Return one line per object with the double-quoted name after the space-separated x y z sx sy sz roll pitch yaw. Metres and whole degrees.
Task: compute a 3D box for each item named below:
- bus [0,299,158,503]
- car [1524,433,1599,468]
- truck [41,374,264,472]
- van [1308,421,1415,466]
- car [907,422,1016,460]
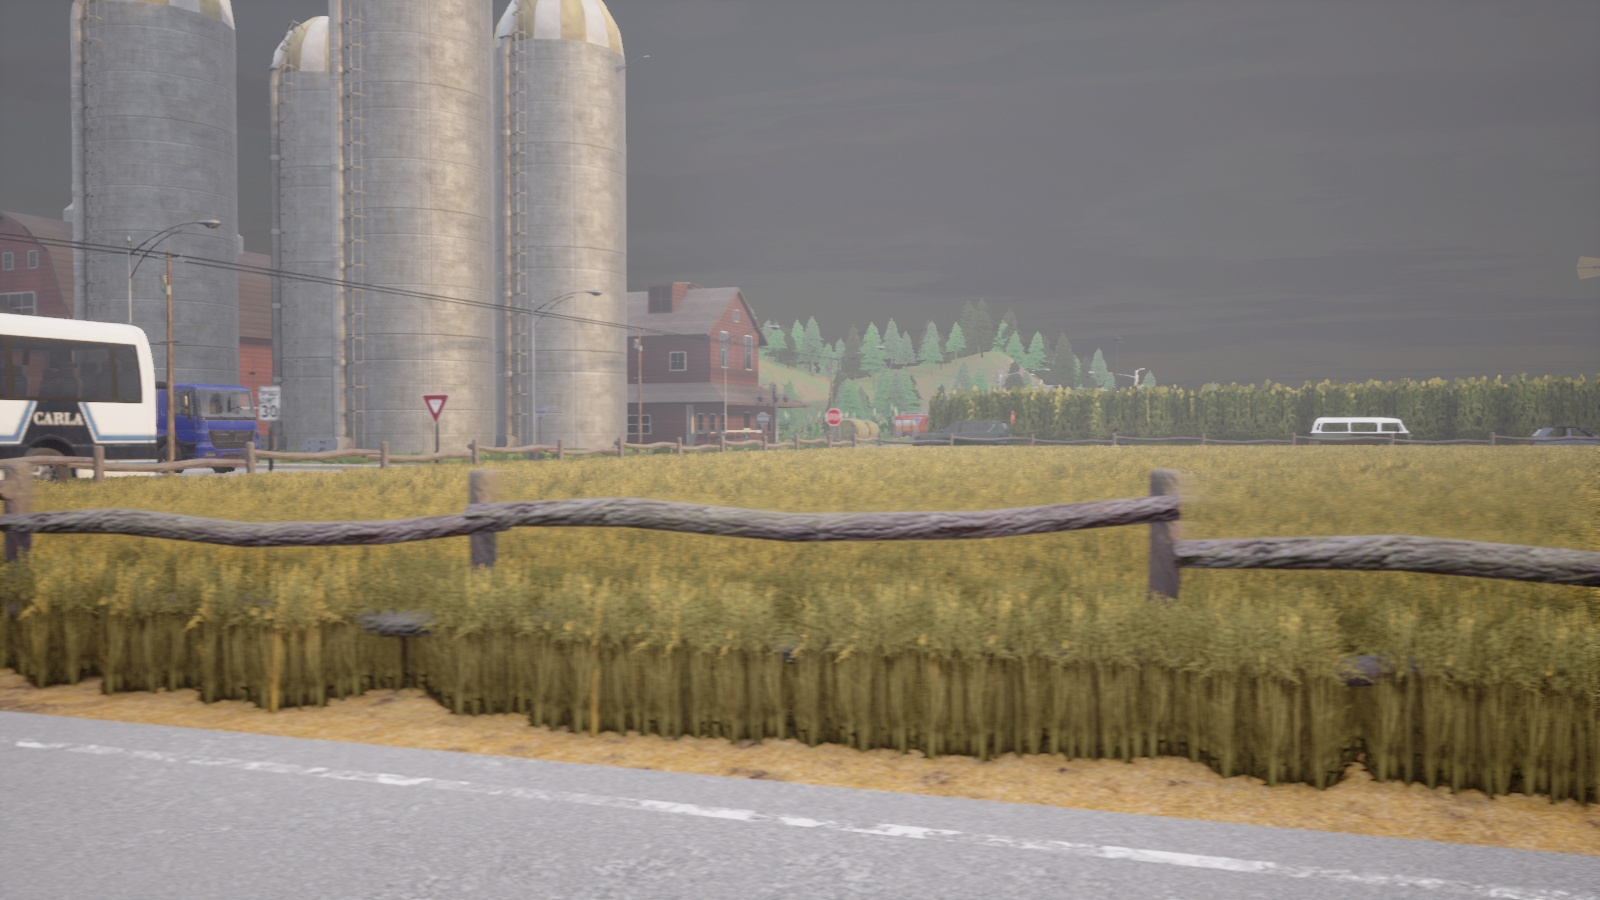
-19.054 -1.036 25.859 3.944 4.253 10.273 1 1 23 "bus"
34.168 0.007 55.369 3.633 1.501 1.845 0 1 22 "car"
-24.410 -1.005 47.331 7.936 3.462 2.891 1 1 21 "truck"
26.125 -0.314 58.613 4.480 2.038 2.069 0 1 22 "van"
8.850 -0.526 68.933 5.566 2.045 2.150 1 1 22 "car"
